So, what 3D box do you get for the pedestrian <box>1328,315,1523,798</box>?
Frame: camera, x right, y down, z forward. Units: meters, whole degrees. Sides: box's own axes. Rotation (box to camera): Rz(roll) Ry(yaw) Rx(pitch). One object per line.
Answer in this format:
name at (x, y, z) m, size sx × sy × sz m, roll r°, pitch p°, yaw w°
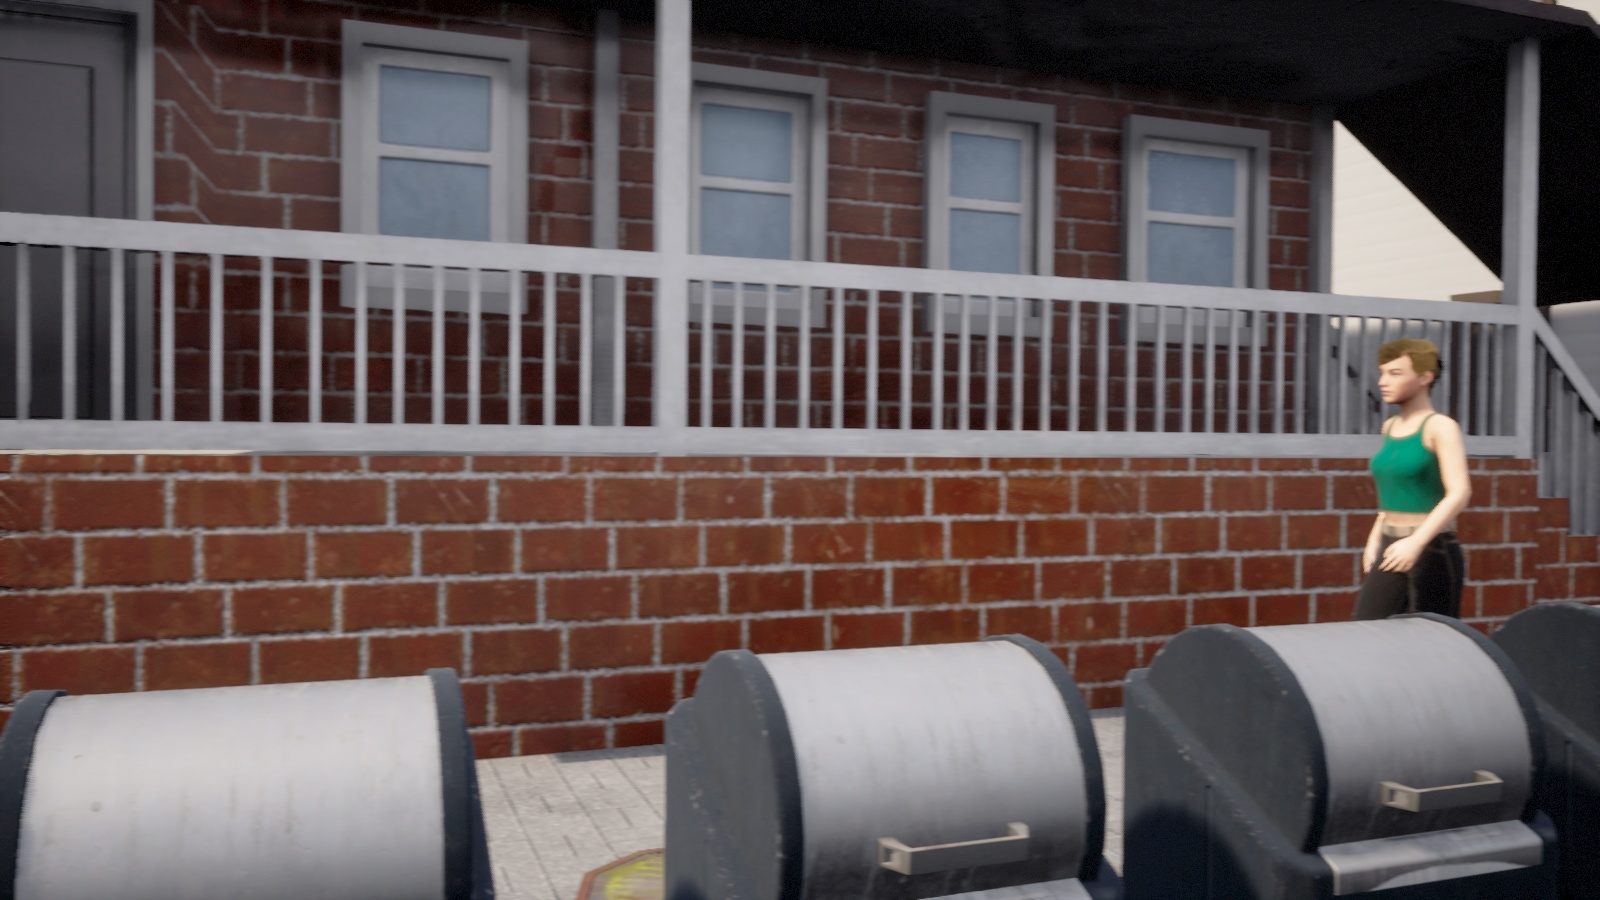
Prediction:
pedestrian at (2.467, 0.400, 4.973) m, size 0.594 × 1.836 × 0.345 m, roll -1°, pitch 1°, yaw -7°
